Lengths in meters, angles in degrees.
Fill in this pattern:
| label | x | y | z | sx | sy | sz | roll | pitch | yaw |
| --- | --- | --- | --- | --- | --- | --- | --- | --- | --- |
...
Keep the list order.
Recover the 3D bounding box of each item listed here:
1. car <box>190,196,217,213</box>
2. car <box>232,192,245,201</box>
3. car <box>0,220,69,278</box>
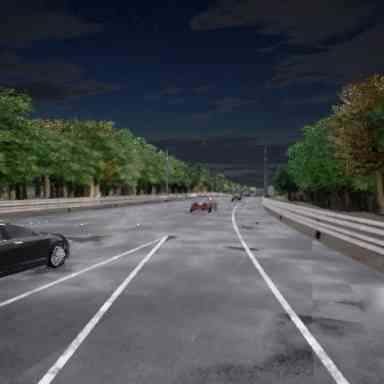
| label | x | y | z | sx | sy | sz | roll | pitch | yaw |
| --- | --- | --- | --- | --- | --- | --- | --- | --- | --- |
| car | 1.272 | 1.140 | 33.775 | 2.097 | 1.767 | 4.553 | 0 | 0 | 13 |
| car | 9.087 | 1.111 | 66.705 | 1.837 | 1.490 | 4.892 | 0 | 0 | 13 |
| car | -5.060 | 1.434 | 8.269 | 1.837 | 1.490 | 4.892 | 0 | 0 | 15 |
